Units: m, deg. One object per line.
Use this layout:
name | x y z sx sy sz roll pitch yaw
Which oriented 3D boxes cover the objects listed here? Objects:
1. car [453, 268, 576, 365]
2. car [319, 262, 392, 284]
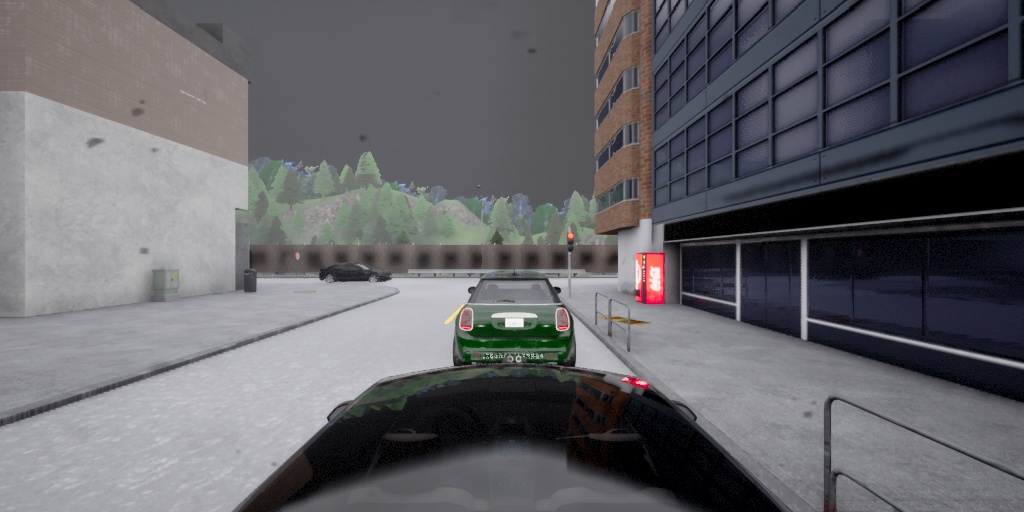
car | 0.055 1.102 7.939 2.097 1.767 4.553 0 0 0
car | -11.406 1.228 26.270 5.008 1.535 1.882 0 0 0
